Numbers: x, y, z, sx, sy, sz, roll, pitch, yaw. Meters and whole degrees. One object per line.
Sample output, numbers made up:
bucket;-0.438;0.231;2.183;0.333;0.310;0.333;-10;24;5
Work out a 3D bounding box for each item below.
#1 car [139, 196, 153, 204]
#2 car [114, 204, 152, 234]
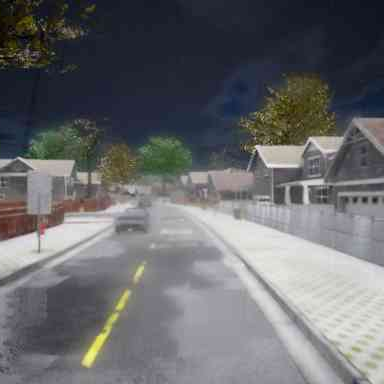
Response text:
car;-8.358;1.751;59.766;2.150;2.045;5.566;0;1;-11
car;-3.504;1.716;20.738;2.033;1.411;5.357;0;0;-3
